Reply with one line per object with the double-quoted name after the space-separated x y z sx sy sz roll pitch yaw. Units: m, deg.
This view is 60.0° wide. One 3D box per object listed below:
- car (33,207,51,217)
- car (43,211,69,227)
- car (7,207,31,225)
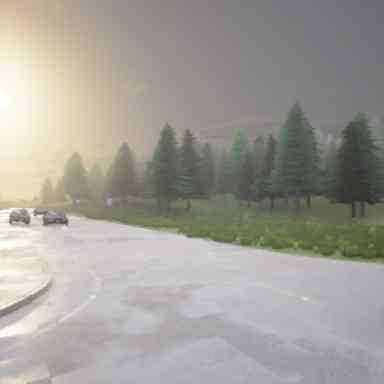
-20.815 2.757 46.038 1.895 1.301 4.718 0 -2 -29 "car"
-13.106 2.511 31.850 1.994 1.385 4.181 0 -2 -29 "car"
-17.602 2.517 34.045 1.816 1.474 4.193 7 -6 -31 "car"
